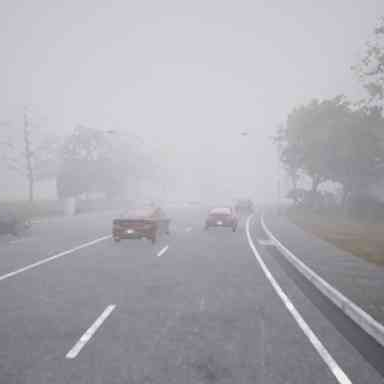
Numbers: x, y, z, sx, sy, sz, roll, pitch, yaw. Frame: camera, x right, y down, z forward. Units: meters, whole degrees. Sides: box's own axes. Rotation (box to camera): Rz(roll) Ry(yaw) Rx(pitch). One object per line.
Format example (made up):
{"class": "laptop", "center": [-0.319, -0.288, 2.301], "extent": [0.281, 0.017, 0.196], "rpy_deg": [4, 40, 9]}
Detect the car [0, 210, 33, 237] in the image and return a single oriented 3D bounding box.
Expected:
{"class": "car", "center": [-9.646, 1.523, 15.442], "extent": [2.033, 1.411, 5.357], "rpy_deg": [0, 0, 6]}

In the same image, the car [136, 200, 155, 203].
{"class": "car", "center": [-4.060, 1.477, 28.471], "extent": [1.882, 1.535, 5.008], "rpy_deg": [0, 0, 12]}

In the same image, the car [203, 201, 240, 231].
{"class": "car", "center": [1.876, 1.546, 20.804], "extent": [1.812, 1.442, 4.674], "rpy_deg": [0, 0, 9]}

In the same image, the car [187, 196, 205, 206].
{"class": "car", "center": [0.769, 1.525, 56.585], "extent": [1.837, 1.490, 4.892], "rpy_deg": [0, 0, 22]}

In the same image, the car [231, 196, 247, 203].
{"class": "car", "center": [9.529, 1.559, 67.338], "extent": [1.895, 1.301, 4.718], "rpy_deg": [0, 0, 27]}

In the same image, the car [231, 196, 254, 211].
{"class": "car", "center": [6.514, 1.543, 40.962], "extent": [2.128, 1.511, 4.902], "rpy_deg": [0, 0, 17]}

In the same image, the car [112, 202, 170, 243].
{"class": "car", "center": [-2.298, 1.480, 16.201], "extent": [1.882, 1.535, 5.008], "rpy_deg": [0, 0, 6]}
